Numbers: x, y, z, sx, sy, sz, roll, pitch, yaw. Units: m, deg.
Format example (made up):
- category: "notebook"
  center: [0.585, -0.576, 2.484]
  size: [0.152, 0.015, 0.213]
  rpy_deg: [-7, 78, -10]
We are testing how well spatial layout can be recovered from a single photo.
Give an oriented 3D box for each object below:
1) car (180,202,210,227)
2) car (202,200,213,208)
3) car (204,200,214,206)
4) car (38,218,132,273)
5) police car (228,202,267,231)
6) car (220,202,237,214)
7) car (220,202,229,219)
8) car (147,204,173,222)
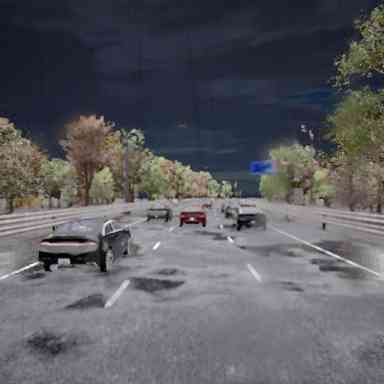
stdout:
- category: "car"
  center: [0.184, 1.772, 25.791]
  size: [1.882, 1.535, 5.008]
  rpy_deg: [0, 0, 4]
- category: "car"
  center: [2.722, 2.351, 63.137]
  size: [1.895, 1.301, 4.718]
  rpy_deg: [0, -1, 5]
- category: "car"
  center: [3.835, 2.459, 76.136]
  size: [2.033, 1.411, 5.357]
  rpy_deg: [0, -1, 6]
- category: "car"
  center: [-3.285, 1.614, 11.070]
  size: [2.128, 1.511, 4.902]
  rpy_deg: [0, -1, 1]
- category: "police car"
  center: [3.876, 1.689, 23.106]
  size: [1.930, 1.638, 5.238]
  rpy_deg: [0, -1, 2]
- category: "car"
  center: [4.853, 2.069, 44.726]
  size: [2.033, 1.411, 5.357]
  rpy_deg: [0, -1, 3]
- category: "car"
  center: [4.286, 1.884, 33.864]
  size: [2.128, 1.511, 4.902]
  rpy_deg: [0, -1, 3]
- category: "car"
  center: [-2.779, 1.829, 29.542]
  size: [2.128, 1.511, 4.902]
  rpy_deg: [0, -1, 2]
